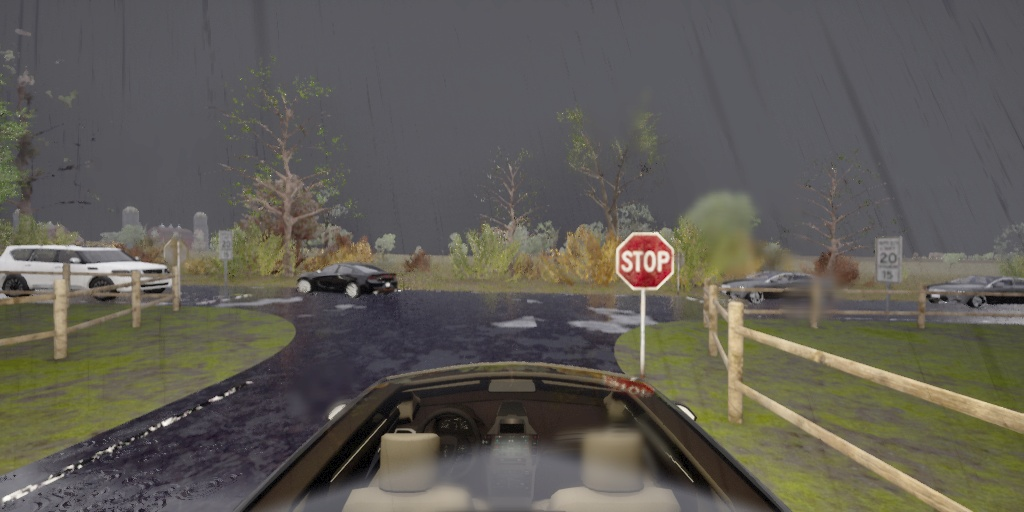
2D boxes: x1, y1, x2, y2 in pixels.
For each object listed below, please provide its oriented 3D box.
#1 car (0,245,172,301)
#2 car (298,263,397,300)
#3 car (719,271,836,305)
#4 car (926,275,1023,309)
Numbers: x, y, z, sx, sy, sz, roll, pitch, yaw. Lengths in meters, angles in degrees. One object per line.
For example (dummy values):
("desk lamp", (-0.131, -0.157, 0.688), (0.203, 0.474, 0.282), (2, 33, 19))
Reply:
("car", (-17.118, 0.615, 14.484), (5.566, 2.045, 2.150), (1, 1, 0))
("car", (-7.662, 1.044, 16.590), (5.008, 1.535, 1.882), (2, 0, 24))
("car", (12.723, 1.482, 17.340), (4.902, 1.511, 2.128), (1, 1, 0))
("car", (22.897, 1.700, 17.310), (4.902, 1.511, 2.128), (1, 1, 0))
